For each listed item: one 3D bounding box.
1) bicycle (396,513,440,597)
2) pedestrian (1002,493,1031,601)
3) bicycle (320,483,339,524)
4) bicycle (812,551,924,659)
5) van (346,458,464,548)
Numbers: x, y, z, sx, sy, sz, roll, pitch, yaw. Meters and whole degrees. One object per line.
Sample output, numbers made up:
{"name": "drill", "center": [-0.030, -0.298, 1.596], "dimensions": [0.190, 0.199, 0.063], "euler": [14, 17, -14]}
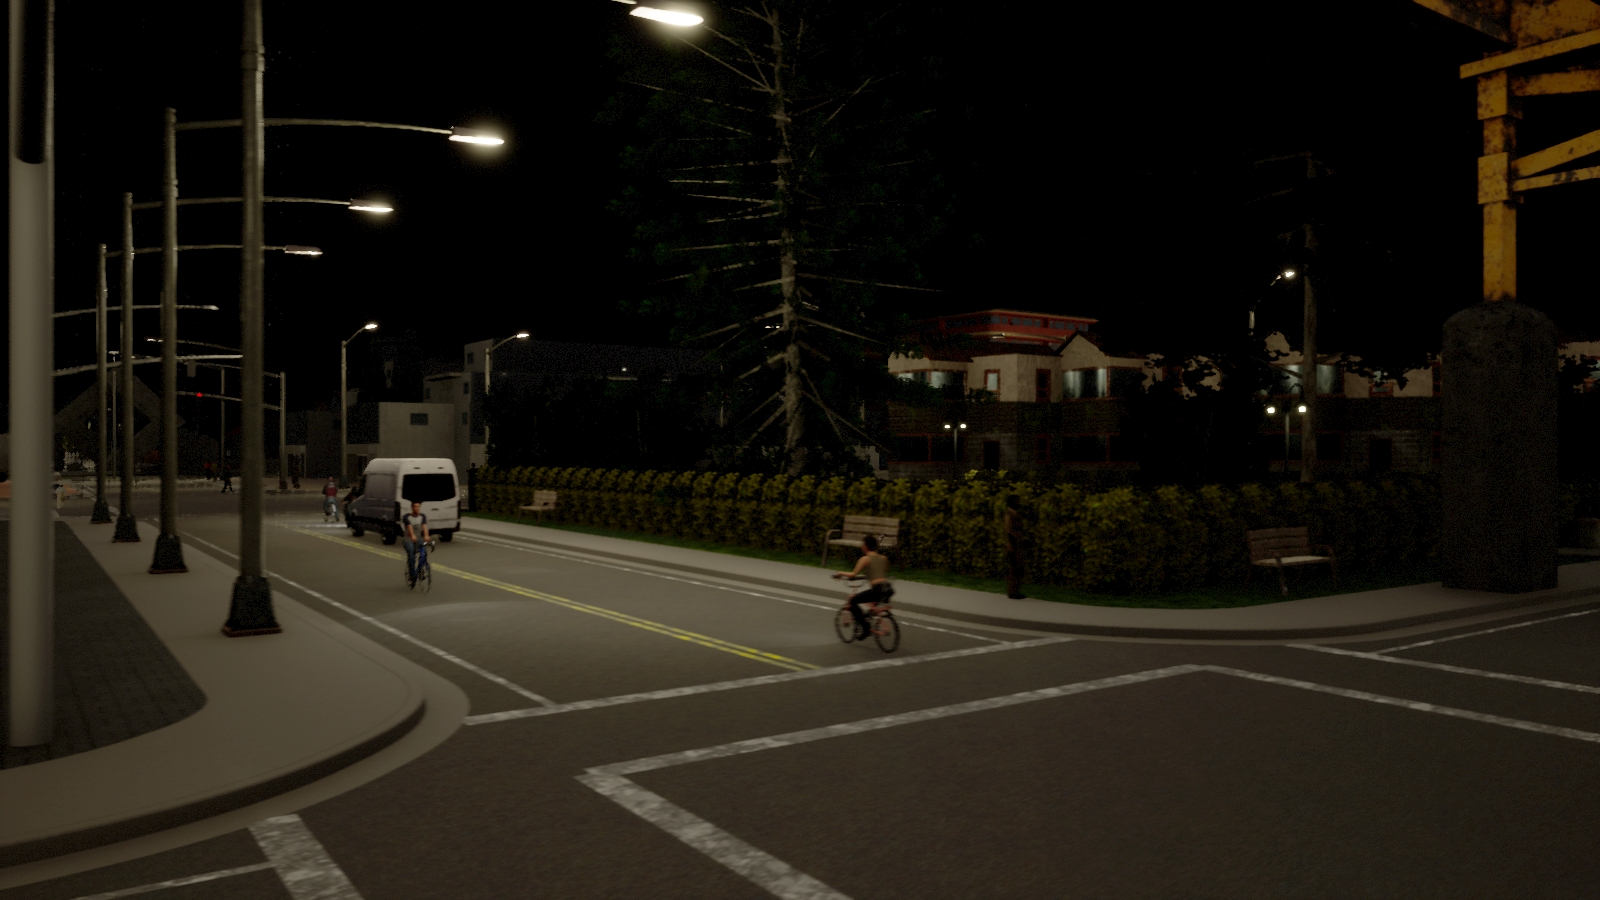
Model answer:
{"name": "bicycle", "center": [-7.554, 2.044, 22.572], "dimensions": [0.373, 1.521, 1.643], "euler": [0, 0, -35]}
{"name": "pedestrian", "center": [3.818, 1.701, 20.188], "dimensions": [0.375, 1.860, 0.375], "euler": [0, 0, 37]}
{"name": "bicycle", "center": [-18.113, 2.049, 43.986], "dimensions": [0.329, 1.496, 1.835], "euler": [0, 0, -34]}
{"name": "bicycle", "center": [0.937, 2.147, 16.120], "dimensions": [0.859, 1.301, 1.487], "euler": [0, 0, -33]}
{"name": "van", "center": [-12.484, 1.536, 35.822], "dimensions": [1.988, 2.561, 5.915], "euler": [0, 0, -35]}
